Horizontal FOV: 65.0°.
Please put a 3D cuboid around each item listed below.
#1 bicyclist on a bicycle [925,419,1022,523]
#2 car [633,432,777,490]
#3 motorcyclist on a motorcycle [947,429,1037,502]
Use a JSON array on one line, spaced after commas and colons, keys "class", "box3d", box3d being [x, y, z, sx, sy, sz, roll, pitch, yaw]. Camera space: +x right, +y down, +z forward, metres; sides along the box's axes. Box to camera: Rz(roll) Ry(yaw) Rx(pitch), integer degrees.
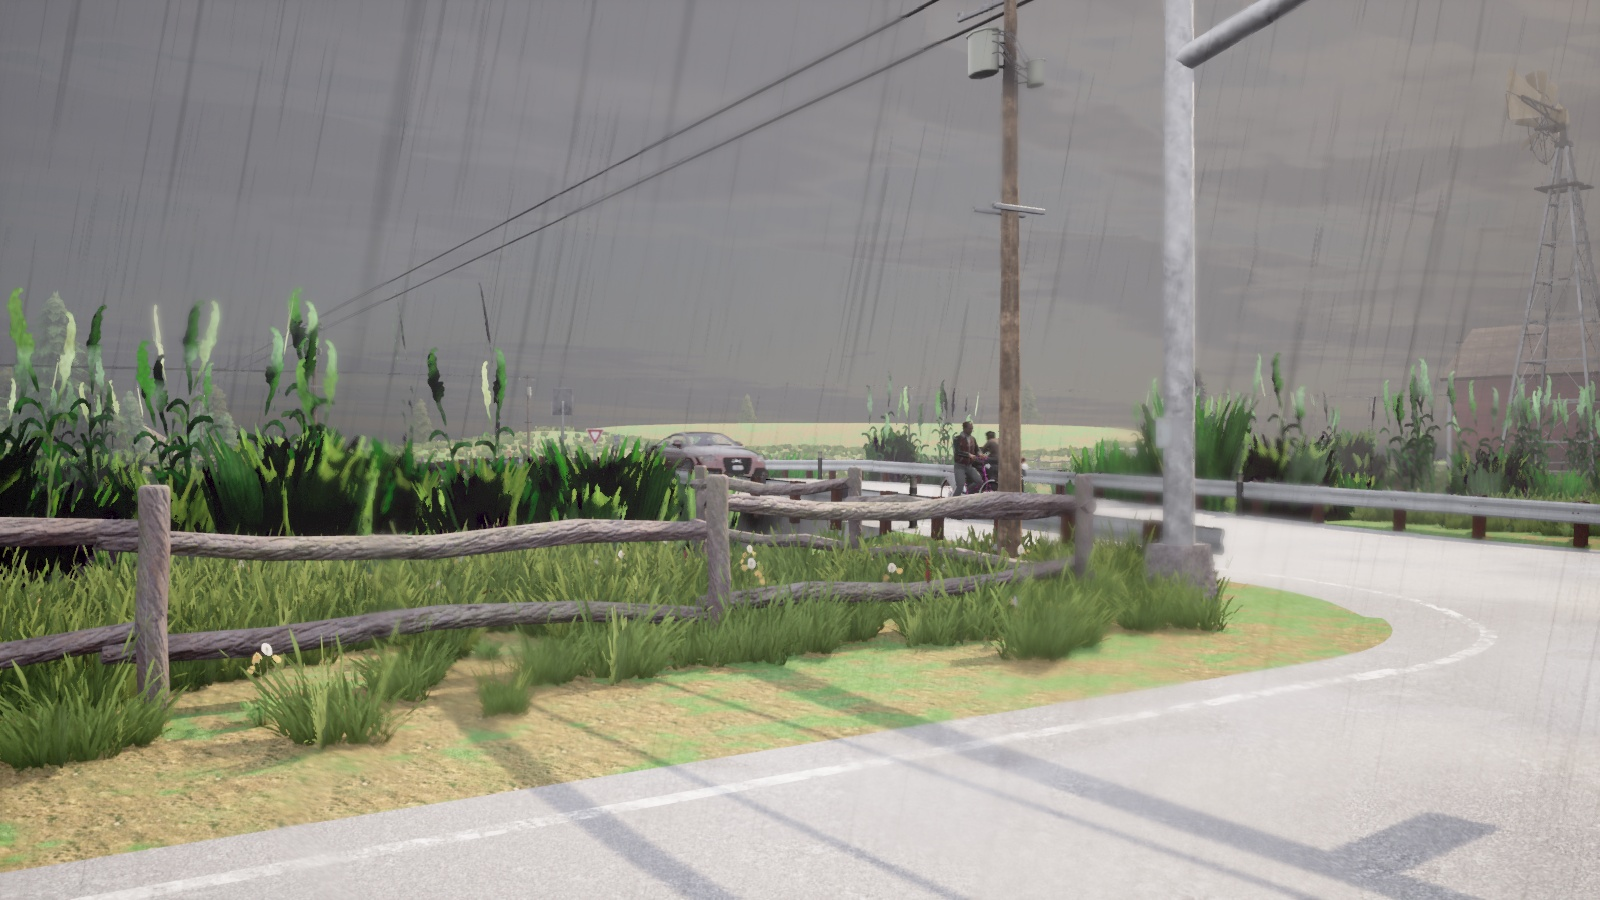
[{"class": "bicyclist on a bicycle", "box3d": [3.128, 0.348, 22.816, 0.659, 1.776, 1.843, 0, 2, -32]}, {"class": "car", "box3d": [-2.495, 0.234, 32.006, 1.994, 1.385, 4.181, 0, 1, -30]}, {"class": "motorcyclist on a motorcycle", "box3d": [4.206, 0.312, 27.684, 0.797, 1.523, 2.044, 0, 2, -32]}]
